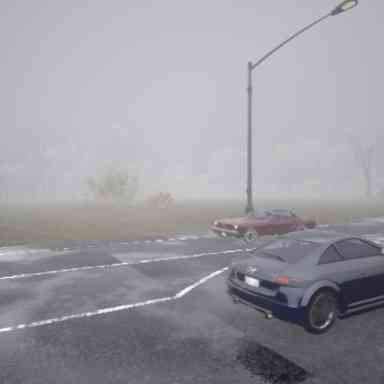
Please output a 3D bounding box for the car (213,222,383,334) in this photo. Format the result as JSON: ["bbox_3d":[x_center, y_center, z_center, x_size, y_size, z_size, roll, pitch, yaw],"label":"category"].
[{"bbox_3d":[2.730,1.462,6.526,4.181,1.385,1.994,0,0,-30],"label":"car"}]

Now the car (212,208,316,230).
[{"bbox_3d":[3.242,1.428,14.865,4.718,1.301,1.895,-1,1,-30],"label":"car"}]
